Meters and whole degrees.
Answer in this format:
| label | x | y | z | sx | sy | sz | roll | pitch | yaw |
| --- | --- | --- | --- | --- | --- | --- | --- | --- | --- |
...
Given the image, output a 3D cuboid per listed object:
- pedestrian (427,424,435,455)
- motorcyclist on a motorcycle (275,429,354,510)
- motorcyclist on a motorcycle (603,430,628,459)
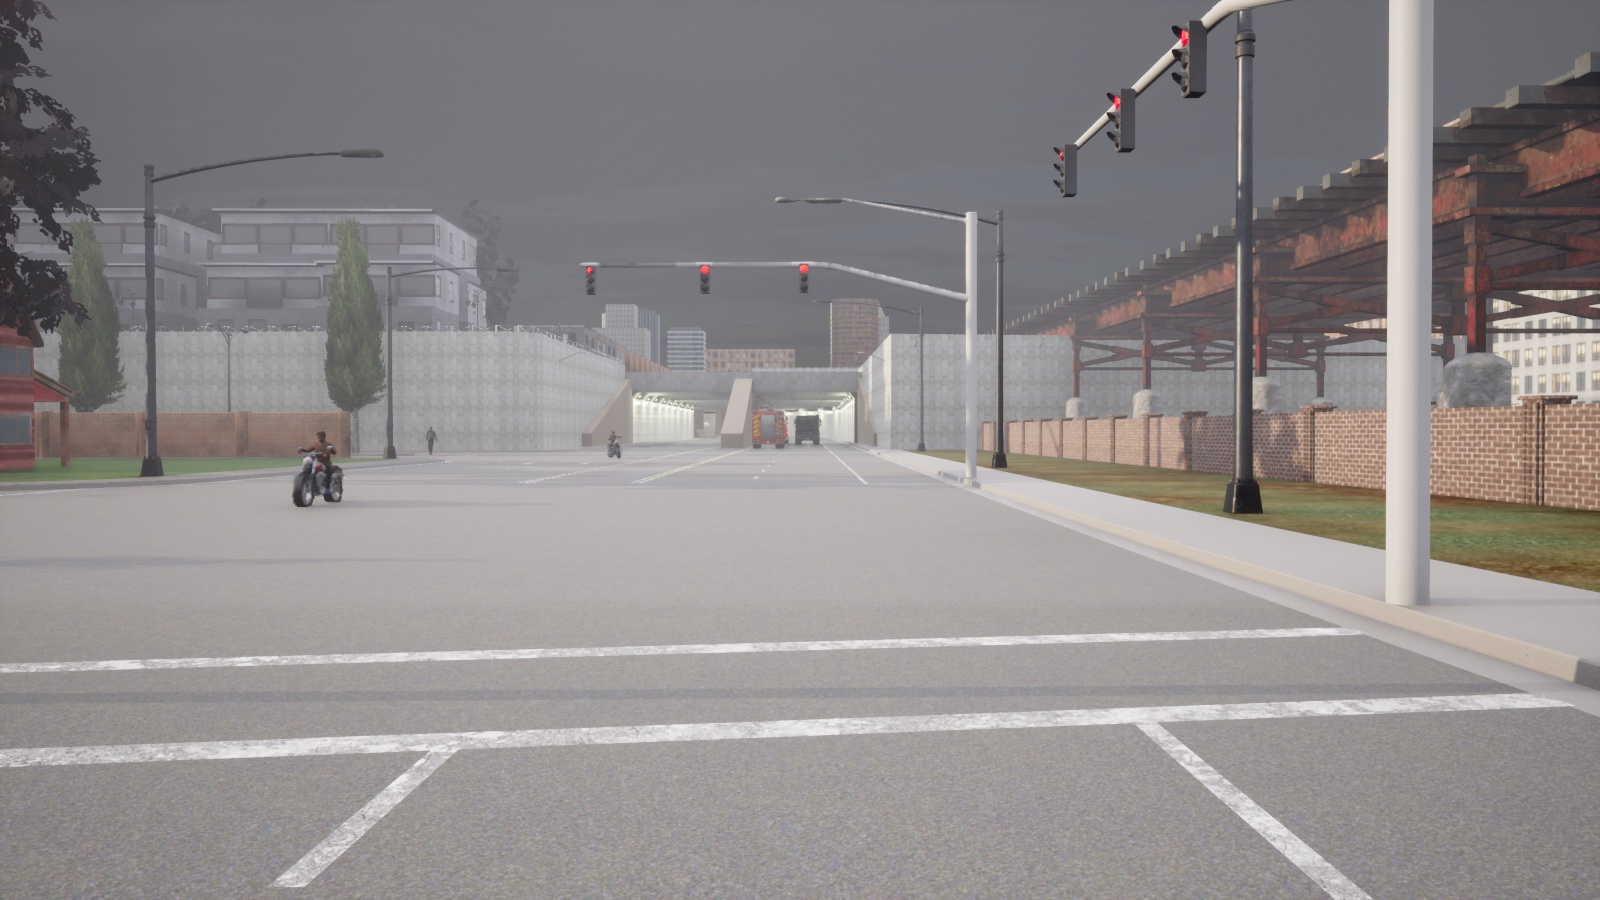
| label | x | y | z | sx | sy | sz | roll | pitch | yaw |
| --- | --- | --- | --- | --- | --- | --- | --- | --- | --- |
| pedestrian | -23.178 | -0.639 | 78.822 | 0.423 | 1.949 | 0.788 | 0 | 1 | -13 |
| motorcyclist on a motorcycle | -10.330 | 0.377 | 26.827 | 0.766 | 1.649 | 2.350 | 0 | 1 | 0 |
| motorcyclist on a motorcycle | -10.622 | -0.324 | 72.329 | 0.766 | 1.649 | 2.350 | -2 | 2 | -23 |
